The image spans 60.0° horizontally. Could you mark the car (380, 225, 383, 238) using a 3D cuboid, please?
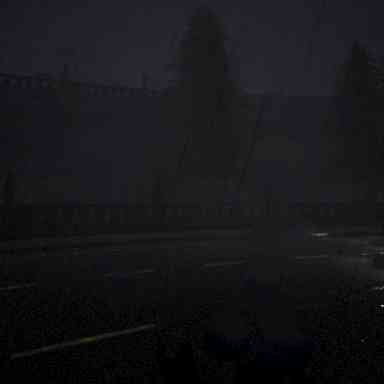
[{"bbox_3d":[8.654,1.498,10.380,4.892,1.490,1.837,0,0,-9],"label":"car"}]
